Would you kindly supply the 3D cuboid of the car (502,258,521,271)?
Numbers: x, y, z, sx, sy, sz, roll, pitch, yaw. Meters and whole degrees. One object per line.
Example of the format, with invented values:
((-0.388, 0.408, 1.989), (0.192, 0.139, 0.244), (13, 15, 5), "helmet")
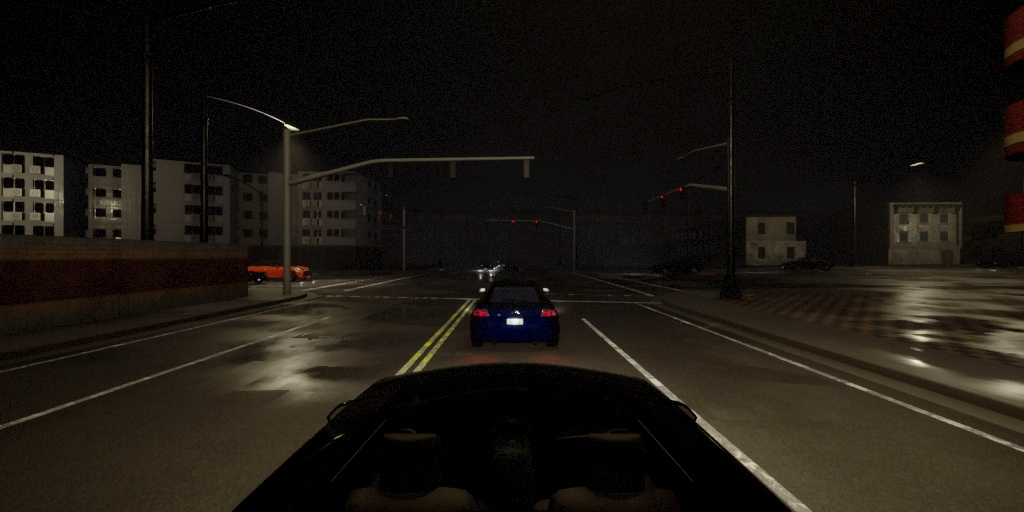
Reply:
((-0.077, 1.314, 50.569), (1.994, 1.385, 4.181), (0, 0, 0), "car")

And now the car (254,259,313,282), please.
((-18.463, 1.102, 28.582), (4.553, 1.767, 2.097), (0, 0, 0), "car")

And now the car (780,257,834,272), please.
((31.071, 0.895, 37.837), (4.902, 1.511, 2.128), (-1, 0, 1), "car")

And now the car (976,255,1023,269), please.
((52.102, 0.583, 37.381), (5.357, 1.411, 2.033), (-1, 0, 1), "car")

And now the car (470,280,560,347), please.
((0.063, 1.314, 9.357), (1.994, 1.385, 4.181), (0, 0, 0), "car")

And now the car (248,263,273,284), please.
((-19.921, 1.351, 25.132), (4.718, 1.301, 1.895), (0, 0, 1), "car")

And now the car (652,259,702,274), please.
((17.456, 1.095, 38.049), (5.008, 1.535, 1.882), (-1, 0, 0), "car")

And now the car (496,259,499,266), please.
((-3.753, 1.276, 63.080), (1.812, 1.442, 4.674), (0, 0, 0), "car")

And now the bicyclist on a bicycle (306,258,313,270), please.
((-25.562, 1.051, 45.223), (0.582, 1.620, 1.656), (0, 0, 0), "bicyclist on a bicycle")

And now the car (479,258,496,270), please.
((-3.746, 1.255, 53.710), (1.837, 1.490, 4.892), (0, 0, 0), "car")
